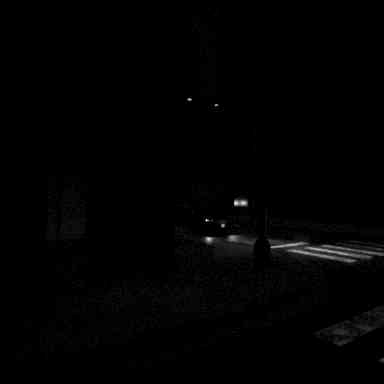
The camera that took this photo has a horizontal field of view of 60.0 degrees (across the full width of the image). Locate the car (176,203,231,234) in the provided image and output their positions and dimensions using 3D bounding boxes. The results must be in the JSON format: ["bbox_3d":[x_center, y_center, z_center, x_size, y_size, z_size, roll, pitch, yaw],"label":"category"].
[{"bbox_3d":[0.091,1.406,18.639,2.128,1.511,4.902,0,0,-37],"label":"car"}]
